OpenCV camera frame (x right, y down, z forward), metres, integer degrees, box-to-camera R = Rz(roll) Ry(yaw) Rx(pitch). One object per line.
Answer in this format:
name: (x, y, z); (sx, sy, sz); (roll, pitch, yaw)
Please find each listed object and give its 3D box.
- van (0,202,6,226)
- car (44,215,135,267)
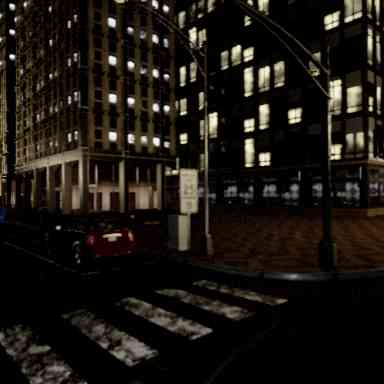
van: (-15.038, 1.601, 24.613); (1.690, 1.788, 3.998); (0, -1, -42)
car: (-3.794, 1.525, 11.934); (1.967, 1.590, 4.097); (0, -1, -42)
